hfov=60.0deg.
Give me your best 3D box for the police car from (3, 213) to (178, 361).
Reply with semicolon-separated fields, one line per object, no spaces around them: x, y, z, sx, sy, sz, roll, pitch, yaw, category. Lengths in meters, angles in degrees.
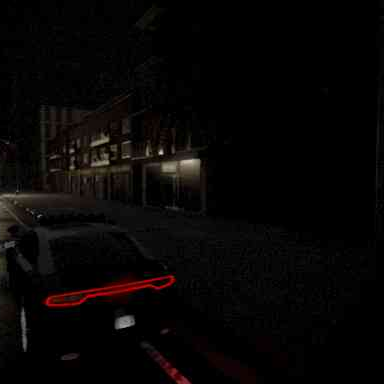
-2.169;1.217;6.005;1.930;1.638;5.238;-1;2;-33;police car
